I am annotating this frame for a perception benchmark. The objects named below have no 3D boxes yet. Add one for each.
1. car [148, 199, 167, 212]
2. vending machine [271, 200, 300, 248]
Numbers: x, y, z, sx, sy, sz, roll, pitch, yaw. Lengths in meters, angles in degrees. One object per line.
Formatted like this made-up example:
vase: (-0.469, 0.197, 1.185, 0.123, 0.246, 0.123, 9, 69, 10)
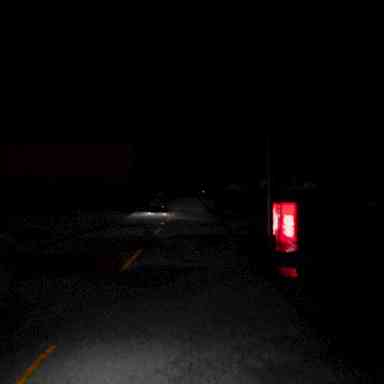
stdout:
car: (-4.060, 1.572, 39.934, 1.882, 1.535, 5.008, 0, 0, 0)
vending machine: (4.304, 1.452, 15.415, 1.100, 2.100, 0.880, 0, 0, 0)
